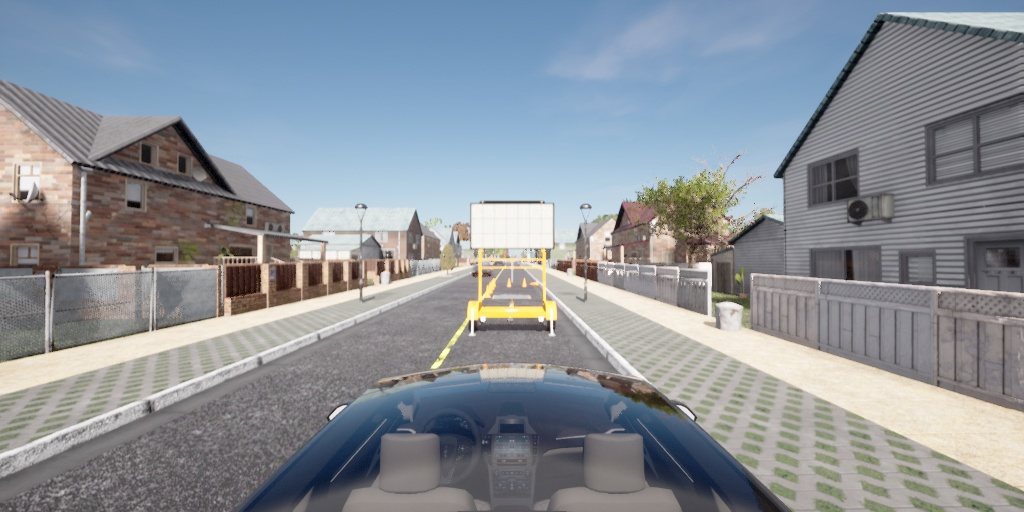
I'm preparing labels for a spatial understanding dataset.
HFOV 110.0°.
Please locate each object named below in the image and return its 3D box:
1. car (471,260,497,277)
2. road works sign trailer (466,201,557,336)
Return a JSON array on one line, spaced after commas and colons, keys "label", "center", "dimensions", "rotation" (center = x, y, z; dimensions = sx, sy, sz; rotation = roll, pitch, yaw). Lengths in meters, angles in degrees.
[{"label": "car", "center": [-2.876, 1.329, 35.481], "dimensions": [2.033, 1.411, 5.357], "rotation": [0, 0, 0]}, {"label": "road works sign trailer", "center": [0.008, 0.214, 10.362], "dimensions": [2.380, 3.560, 2.880], "rotation": [0, 0, 0]}]
